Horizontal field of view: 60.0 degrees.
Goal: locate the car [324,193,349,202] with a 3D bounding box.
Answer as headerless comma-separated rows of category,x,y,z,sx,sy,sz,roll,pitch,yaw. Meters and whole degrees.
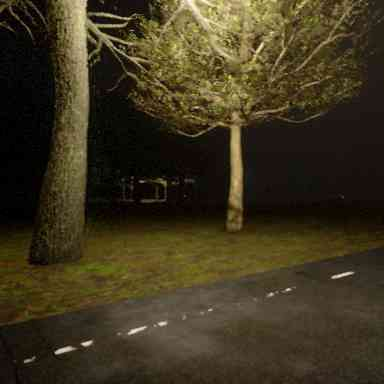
car,29.442,1.054,67.734,2.097,1.767,4.553,1,-2,-36
